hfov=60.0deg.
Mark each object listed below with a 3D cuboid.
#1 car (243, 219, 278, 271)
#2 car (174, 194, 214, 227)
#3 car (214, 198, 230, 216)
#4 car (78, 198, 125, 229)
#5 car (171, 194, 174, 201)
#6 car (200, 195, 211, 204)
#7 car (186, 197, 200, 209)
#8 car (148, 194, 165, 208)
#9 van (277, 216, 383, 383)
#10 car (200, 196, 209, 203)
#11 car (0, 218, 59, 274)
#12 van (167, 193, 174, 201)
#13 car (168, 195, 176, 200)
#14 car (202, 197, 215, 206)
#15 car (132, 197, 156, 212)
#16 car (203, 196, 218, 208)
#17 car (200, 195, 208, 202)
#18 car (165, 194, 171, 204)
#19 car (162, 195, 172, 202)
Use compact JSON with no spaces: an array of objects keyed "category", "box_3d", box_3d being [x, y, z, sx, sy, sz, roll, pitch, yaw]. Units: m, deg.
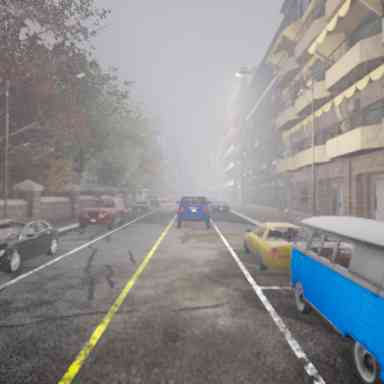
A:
[{"category":"car","box_3d":[2.706,1.522,10.683,1.752,1.417,4.829,1,0,0]},{"category":"car","box_3d":[0.102,1.215,22.921,2.150,2.045,5.566,0,0,0]},{"category":"car","box_3d":[2.707,1.555,32.606,1.947,1.339,4.313,1,0,0]},{"category":"car","box_3d":[-5.669,1.309,21.562,2.192,1.841,5.009,1,0,0]},{"category":"car","box_3d":[-5.663,1.293,71.272,2.192,1.841,5.009,1,0,0]},{"category":"car","box_3d":[2.714,1.419,65.748,1.967,1.590,4.097,1,0,0]},{"category":"car","box_3d":[0.106,1.510,46.276,1.812,1.442,4.674,0,0,0]},{"category":"car","box_3d":[-5.665,1.299,49.179,2.192,1.841,5.009,1,0,0]},{"category":"van","box_3d":[2.708,1.339,4.990,1.690,1.788,3.998,1,0,0]},{"category":"car","box_3d":[2.712,1.559,71.271,1.802,1.307,4.206,1,0,0]},{"category":"car","box_3d":[-5.675,1.548,10.514,2.008,1.369,4.403,1,0,0]},{"category":"van","box_3d":[-5.670,1.315,87.843,1.690,1.788,3.998,1,0,0]},{"category":"car","box_3d":[-5.648,1.538,93.366,1.947,1.339,4.313,1,0,0]},{"category":"car","box_3d":[2.711,1.527,54.700,1.887,1.381,4.507,1,0,0]},{"category":"car","box_3d":[-5.671,1.554,38.132,1.947,1.339,4.313,1,0,0]},{"category":"car","box_3d":[2.712,1.424,49.177,1.967,1.590,4.097,1,0,0]},{"category":"car","box_3d":[2.713,1.501,76.964,1.752,1.417,4.829,1,0,0]},{"category":"car","box_3d":[-5.668,1.524,65.749,1.887,1.381,4.507,1,0,0]},{"category":"car","box_3d":[-5.667,1.521,76.796,1.887,1.381,4.507,1,0,0]}]
